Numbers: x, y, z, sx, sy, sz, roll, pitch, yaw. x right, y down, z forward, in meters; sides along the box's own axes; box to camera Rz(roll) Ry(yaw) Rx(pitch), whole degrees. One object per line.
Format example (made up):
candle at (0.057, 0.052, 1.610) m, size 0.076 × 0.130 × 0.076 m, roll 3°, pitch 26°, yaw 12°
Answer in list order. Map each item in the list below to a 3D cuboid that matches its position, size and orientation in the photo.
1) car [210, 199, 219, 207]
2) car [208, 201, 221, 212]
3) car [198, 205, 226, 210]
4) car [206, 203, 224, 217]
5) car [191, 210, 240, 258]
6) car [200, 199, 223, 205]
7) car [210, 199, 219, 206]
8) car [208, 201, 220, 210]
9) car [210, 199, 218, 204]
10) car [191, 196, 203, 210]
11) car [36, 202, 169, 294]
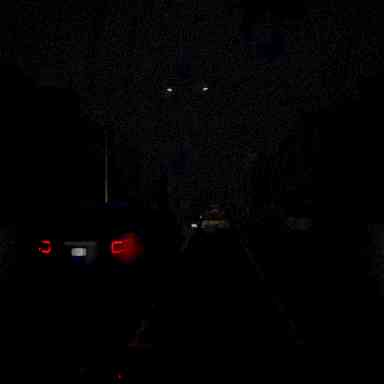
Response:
car at (4.303, 2.150, 64.021) m, size 1.752 × 1.417 × 4.829 m, roll 0°, pitch -1°, yaw 4°
car at (3.176, 1.948, 47.036) m, size 1.752 × 1.417 × 4.829 m, roll 0°, pitch -1°, yaw 4°
car at (1.300, 1.649, 18.728) m, size 1.752 × 1.417 × 4.829 m, roll 0°, pitch -1°, yaw 4°
car at (2.414, 1.878, 35.542) m, size 1.802 × 1.307 × 4.206 m, roll 0°, pitch -1°, yaw 4°
car at (0.913, 1.619, 12.896) m, size 2.008 × 1.369 × 4.403 m, roll 0°, pitch -1°, yaw 4°
car at (2.039, 1.676, 29.883) m, size 1.967 × 1.590 × 4.097 m, roll 0°, pitch -1°, yaw 4°
car at (4.667, 2.237, 69.513) m, size 1.887 × 1.381 × 4.507 m, roll 0°, pitch -1°, yaw 4°
car at (3.541, 2.068, 52.528) m, size 1.802 × 1.307 × 4.206 m, roll 0°, pitch -1°, yaw 4°
car at (5.793, 2.464, 86.498) m, size 2.008 × 1.369 × 4.403 m, roll 0°, pitch -1°, yaw 4°
car at (0.985, 1.721, 52.499) m, size 2.150 × 2.045 × 5.566 m, roll 0°, pitch -1°, yaw 4°
car at (-1.992, 1.269, 9.064) m, size 2.150 × 2.045 × 5.566 m, roll 0°, pitch -1°, yaw 4°
